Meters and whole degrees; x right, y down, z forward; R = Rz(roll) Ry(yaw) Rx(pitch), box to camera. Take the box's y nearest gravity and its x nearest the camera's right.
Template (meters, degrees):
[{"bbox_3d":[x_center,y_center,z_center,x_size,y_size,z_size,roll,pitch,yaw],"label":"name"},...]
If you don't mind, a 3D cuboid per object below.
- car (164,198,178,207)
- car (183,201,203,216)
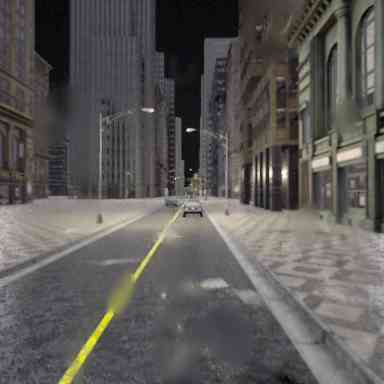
[{"bbox_3d":[-3.095,1.561,50.453,2.033,1.411,5.357,0,0,0],"label":"car"},{"bbox_3d":[0.081,1.552,31.994,2.033,1.411,5.357,0,0,0],"label":"car"}]
